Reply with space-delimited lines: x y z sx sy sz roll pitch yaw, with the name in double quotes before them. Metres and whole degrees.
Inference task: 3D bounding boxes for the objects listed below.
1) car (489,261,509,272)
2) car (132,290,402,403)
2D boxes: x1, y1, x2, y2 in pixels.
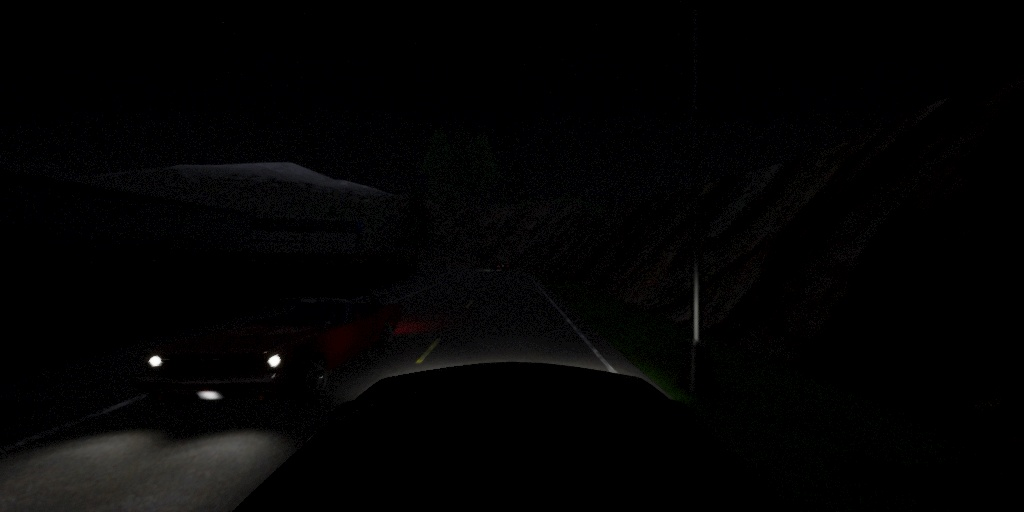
"car" -1.727 1.305 46.897 2.033 1.411 5.357 0 0 -14
"car" -3.600 1.353 6.482 1.895 1.301 4.718 0 0 0
